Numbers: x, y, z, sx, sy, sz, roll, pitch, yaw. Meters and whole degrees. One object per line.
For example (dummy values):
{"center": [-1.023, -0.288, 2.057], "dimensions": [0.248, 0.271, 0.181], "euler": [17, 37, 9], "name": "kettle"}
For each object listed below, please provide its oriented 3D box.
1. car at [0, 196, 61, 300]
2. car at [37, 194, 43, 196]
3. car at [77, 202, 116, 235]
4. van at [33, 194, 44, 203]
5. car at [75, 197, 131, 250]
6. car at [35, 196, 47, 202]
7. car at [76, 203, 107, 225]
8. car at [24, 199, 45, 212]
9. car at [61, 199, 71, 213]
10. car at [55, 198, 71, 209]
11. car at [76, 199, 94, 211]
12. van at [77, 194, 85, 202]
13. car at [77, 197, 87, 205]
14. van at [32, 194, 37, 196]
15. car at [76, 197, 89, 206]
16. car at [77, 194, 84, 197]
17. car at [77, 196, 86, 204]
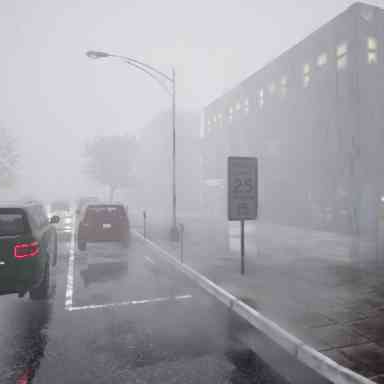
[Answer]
{"center": [-4.573, 1.224, 8.129], "dimensions": [2.150, 2.045, 5.566], "euler": [0, 0, -19], "name": "car"}
{"center": [-30.096, 1.452, 63.905], "dimensions": [1.967, 1.590, 4.097], "euler": [1, 0, -19], "name": "car"}
{"center": [-5.721, 1.448, 19.591], "dimensions": [1.967, 1.590, 4.097], "euler": [1, 0, -19], "name": "car"}
{"center": [-31.924, 1.353, 69.137], "dimensions": [1.690, 1.788, 3.998], "euler": [1, 0, -19], "name": "van"}
{"center": [-3.890, 1.321, 14.359], "dimensions": [2.192, 1.841, 5.009], "euler": [1, 0, -19], "name": "car"}
{"center": [-33.757, 1.561, 74.369], "dimensions": [2.008, 1.369, 4.403], "euler": [1, 0, -19], "name": "car"}
{"center": [-7.552, 1.560, 24.824], "dimensions": [2.008, 1.369, 4.403], "euler": [1, 0, -19], "name": "car"}
{"center": [-19.006, 1.613, 40.311], "dimensions": [1.895, 1.301, 4.718], "euler": [0, 0, -19], "name": "car"}
{"center": [-14.795, 1.490, 37.523], "dimensions": [1.882, 1.535, 5.008], "euler": [0, 0, -19], "name": "car"}
{"center": [-18.120, 1.614, 46.864], "dimensions": [1.895, 1.301, 4.718], "euler": [0, 0, -19], "name": "car"}
{"center": [-13.042, 1.579, 40.521], "dimensions": [1.947, 1.339, 4.313], "euler": [1, 0, -19], "name": "car"}
{"center": [-25.848, 1.354, 77.149], "dimensions": [1.690, 1.788, 3.998], "euler": [1, 0, -19], "name": "van"}
{"center": [-20.361, 1.596, 61.450], "dimensions": [1.802, 1.307, 4.206], "euler": [1, 0, -19], "name": "car"}
{"center": [-26.435, 1.354, 53.440], "dimensions": [1.690, 1.788, 3.998], "euler": [1, 0, -19], "name": "van"}
{"center": [-18.531, 1.565, 56.217], "dimensions": [2.008, 1.369, 4.403], "euler": [1, 0, -19], "name": "car"}
{"center": [-9.379, 1.326, 30.058], "dimensions": [2.192, 1.841, 5.009], "euler": [1, 0, -19], "name": "car"}
{"center": [-22.246, 1.539, 66.843], "dimensions": [1.752, 1.417, 4.829], "euler": [1, 0, -19], "name": "car"}
